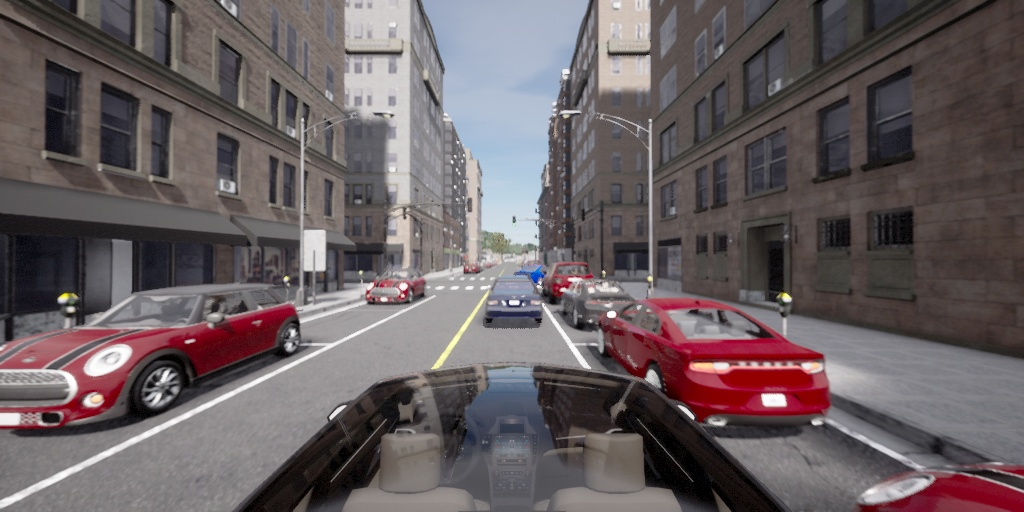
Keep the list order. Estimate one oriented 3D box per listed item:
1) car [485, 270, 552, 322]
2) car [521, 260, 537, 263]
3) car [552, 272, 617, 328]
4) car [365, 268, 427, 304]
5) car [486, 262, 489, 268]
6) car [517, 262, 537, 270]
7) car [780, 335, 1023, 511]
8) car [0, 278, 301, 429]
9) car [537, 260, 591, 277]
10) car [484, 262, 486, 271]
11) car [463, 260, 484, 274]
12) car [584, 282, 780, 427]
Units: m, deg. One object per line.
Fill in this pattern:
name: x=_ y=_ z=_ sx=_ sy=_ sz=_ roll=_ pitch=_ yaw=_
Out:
car: x=0.065 y=1.402 z=12.739 sx=2.033 sy=1.411 sz=5.357 roll=0 pitch=-1 yaw=0
car: x=2.605 y=1.464 z=44.250 sx=2.192 sy=1.841 sz=5.009 roll=0 pitch=0 yaw=0
car: x=2.617 y=1.393 z=11.513 sx=2.007 sy=1.370 sz=4.403 roll=0 pitch=0 yaw=0
car: x=-5.421 y=1.336 z=17.176 sx=1.967 sy=1.591 sz=4.097 roll=0 pitch=0 yaw=0
car: x=-5.547 y=1.854 z=60.741 sx=2.007 sy=1.370 sz=4.403 roll=0 pitch=0 yaw=0
car: x=2.105 y=1.458 z=26.882 sx=1.882 sy=1.535 sz=5.008 roll=-2 pitch=-1 yaw=35
car: x=2.643 y=1.175 z=0.150 sx=1.967 sy=1.591 sz=4.097 roll=0 pitch=0 yaw=0
car: x=-5.395 y=1.229 z=5.812 sx=1.967 sy=1.591 sz=4.097 roll=0 pitch=0 yaw=0
car: x=2.604 y=1.210 z=17.195 sx=2.192 sy=1.841 sz=5.009 roll=0 pitch=0 yaw=0
car: x=-5.537 y=1.818 z=55.237 sx=1.948 sy=1.339 sz=4.313 roll=0 pitch=0 yaw=0
car: x=-5.526 y=1.516 z=49.734 sx=2.192 sy=1.841 sz=5.009 roll=0 pitch=0 yaw=0
car: x=2.630 y=1.334 z=5.831 sx=1.888 sy=1.381 sz=4.507 roll=0 pitch=0 yaw=0
